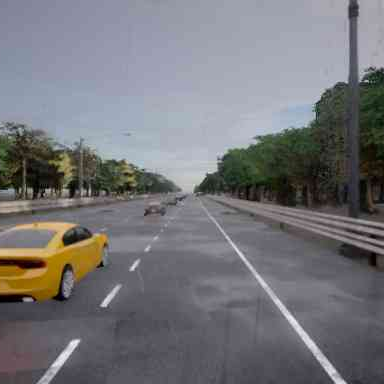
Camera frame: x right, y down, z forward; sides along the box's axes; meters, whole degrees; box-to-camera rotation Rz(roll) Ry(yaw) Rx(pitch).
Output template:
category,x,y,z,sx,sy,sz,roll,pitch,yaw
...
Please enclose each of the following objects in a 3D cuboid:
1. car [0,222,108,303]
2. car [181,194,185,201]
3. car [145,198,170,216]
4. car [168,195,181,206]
category,x,y,z,sx,sy,sz,roll,pitch,yaw
car,-3.498,1.480,8.297,1.882,1.535,5.008,0,0,0
car,-3.313,1.568,83.832,1.882,1.535,5.008,0,0,0
car,-3.493,1.547,32.573,1.812,1.442,4.674,0,0,0
car,-3.436,1.600,55.736,2.033,1.411,5.357,0,0,0
